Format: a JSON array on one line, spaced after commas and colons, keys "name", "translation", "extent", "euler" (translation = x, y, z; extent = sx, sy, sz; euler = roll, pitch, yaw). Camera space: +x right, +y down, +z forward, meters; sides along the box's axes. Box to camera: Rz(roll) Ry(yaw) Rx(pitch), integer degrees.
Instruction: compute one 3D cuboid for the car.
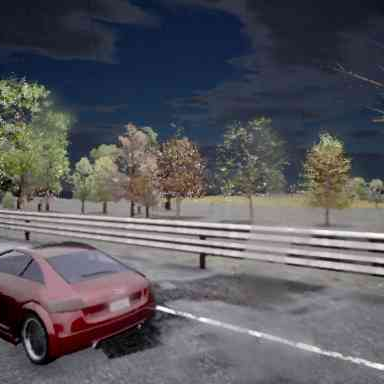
[{"name": "car", "translation": [-2.637, 1.581, 5.918], "extent": [4.181, 1.385, 1.994], "euler": [-1, 0, 36]}]
